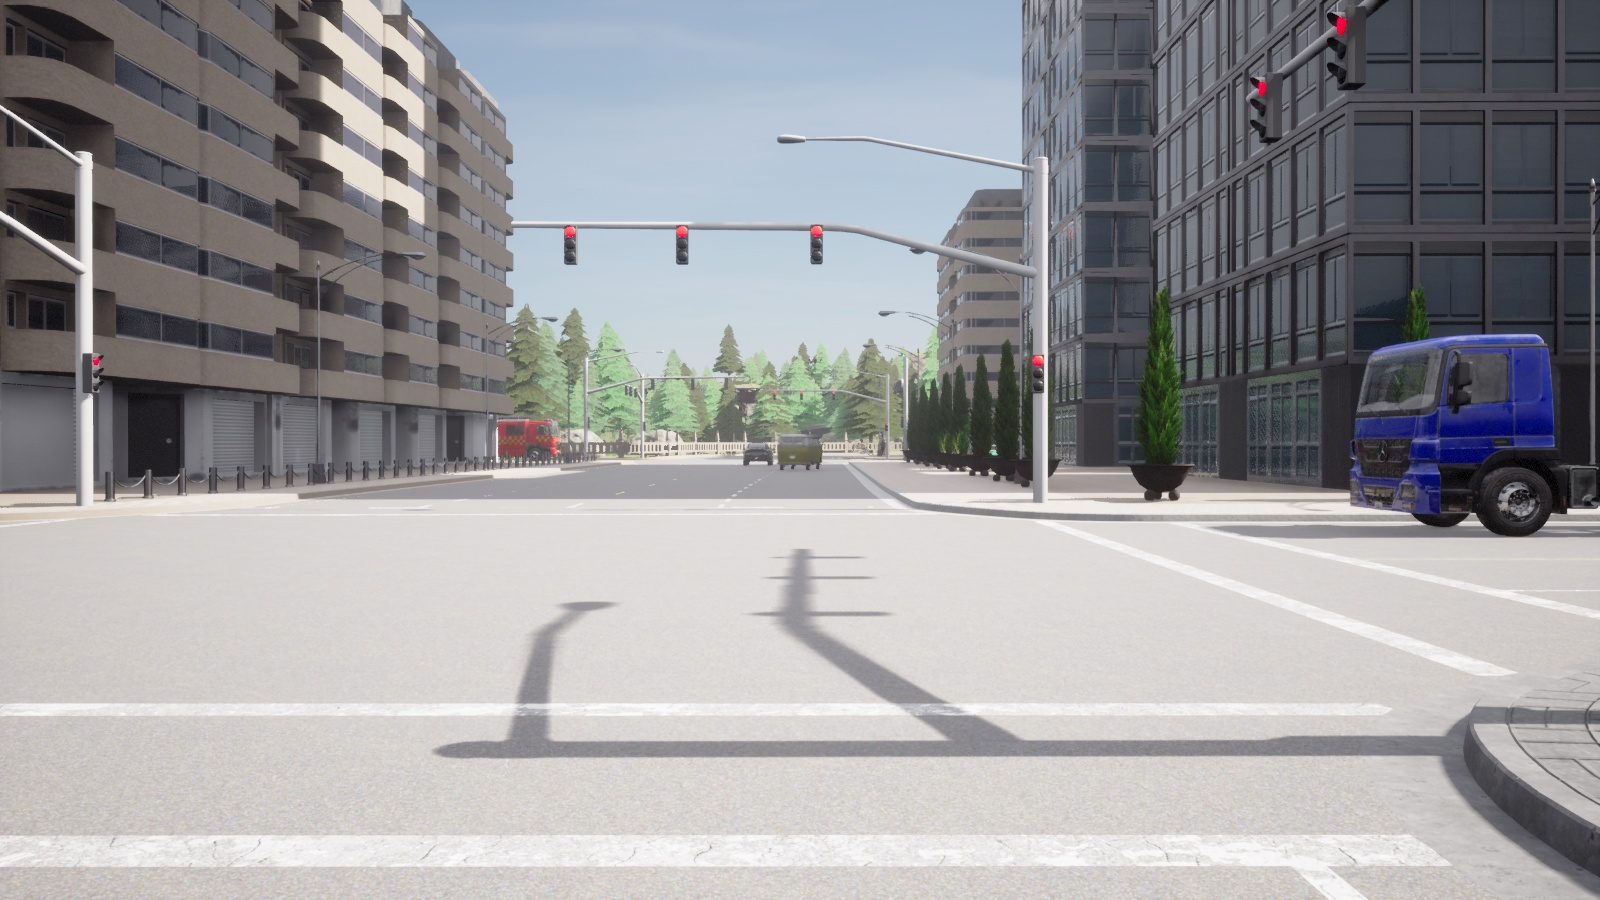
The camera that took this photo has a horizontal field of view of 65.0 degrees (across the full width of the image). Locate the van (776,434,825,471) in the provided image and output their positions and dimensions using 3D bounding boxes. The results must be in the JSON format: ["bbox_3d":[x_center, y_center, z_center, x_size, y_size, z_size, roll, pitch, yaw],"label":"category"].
[{"bbox_3d":[0.065,0.107,69.457,1.775,1.987,4.442,0,0,13],"label":"van"}]

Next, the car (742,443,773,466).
[{"bbox_3d":[-2.794,0.274,84.086,1.837,1.490,4.892,0,0,1],"label":"car"}]

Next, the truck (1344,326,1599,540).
[{"bbox_3d":[14.038,-0.294,21.786,7.936,3.462,2.891,0,0,1],"label":"truck"}]
